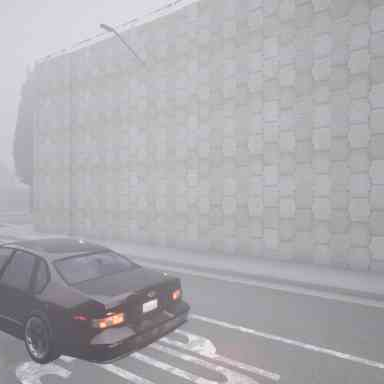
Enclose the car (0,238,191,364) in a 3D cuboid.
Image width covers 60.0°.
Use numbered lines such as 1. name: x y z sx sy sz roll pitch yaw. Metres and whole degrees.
1. car: -2.602 1.547 5.834 5.357 1.411 2.033 0 0 35
